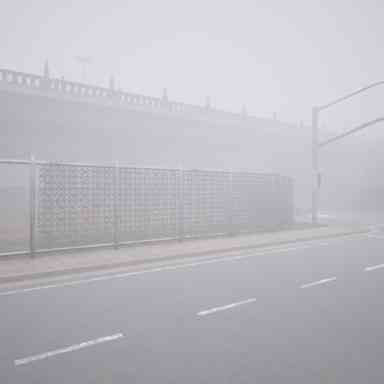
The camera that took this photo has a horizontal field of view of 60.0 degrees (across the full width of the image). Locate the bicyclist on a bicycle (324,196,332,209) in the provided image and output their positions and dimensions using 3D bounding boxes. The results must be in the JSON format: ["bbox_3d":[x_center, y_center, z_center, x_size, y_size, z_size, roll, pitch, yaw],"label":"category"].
[{"bbox_3d":[17.734,1.356,43.314,1.656,1.620,0.582,0,0,-36],"label":"bicyclist on a bicycle"}]

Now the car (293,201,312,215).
[{"bbox_3d":[10.462,1.619,34.610,1.994,1.385,4.181,0,0,-36],"label":"car"}]
